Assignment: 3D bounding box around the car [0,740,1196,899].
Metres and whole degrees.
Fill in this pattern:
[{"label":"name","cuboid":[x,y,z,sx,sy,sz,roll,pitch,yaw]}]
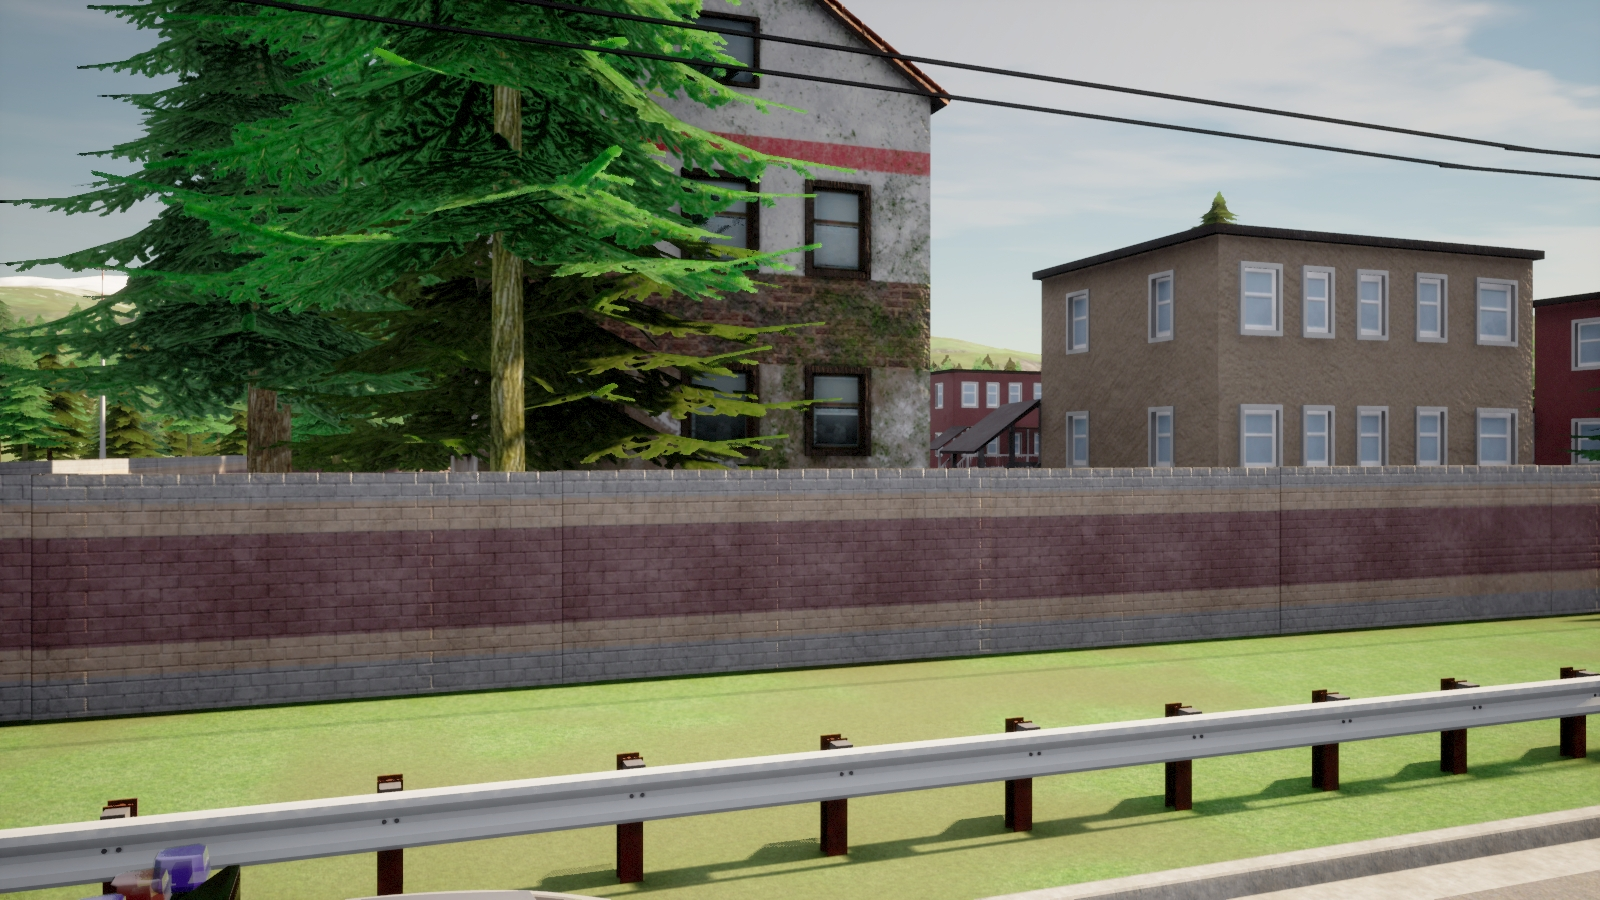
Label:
[{"label":"car","cuboid":[-1.671,1.982,2.695,5.238,1.638,2.097,0,0,-20]}]
